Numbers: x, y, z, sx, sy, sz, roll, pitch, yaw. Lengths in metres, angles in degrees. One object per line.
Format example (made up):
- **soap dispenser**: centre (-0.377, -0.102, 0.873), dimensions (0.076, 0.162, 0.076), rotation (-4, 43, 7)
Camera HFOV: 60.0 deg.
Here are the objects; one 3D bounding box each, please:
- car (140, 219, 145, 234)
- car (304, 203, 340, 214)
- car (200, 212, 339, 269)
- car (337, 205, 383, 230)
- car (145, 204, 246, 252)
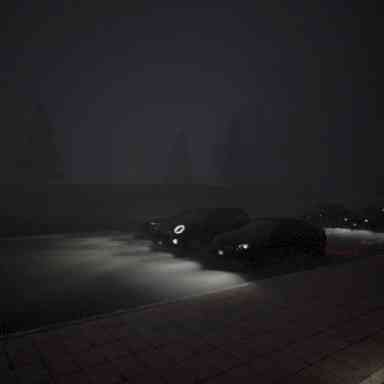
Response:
- **car**: centre (-0.359, 1.543, 17.785), dimensions (5.008, 1.535, 1.882), rotation (1, 0, -35)
- **car**: centre (10.341, 1.659, 25.411), dimensions (4.892, 1.490, 1.837), rotation (1, 0, -35)
- **car**: centre (2.784, 1.584, 11.443), dimensions (4.674, 1.442, 1.812), rotation (1, 0, -35)
- **car**: centre (12.504, 1.702, 22.653), dimensions (5.357, 1.411, 2.033), rotation (0, 0, -35)
- **car**: centre (0.618, 1.409, 14.198), dimensions (4.553, 1.767, 2.097), rotation (0, 0, -35)
